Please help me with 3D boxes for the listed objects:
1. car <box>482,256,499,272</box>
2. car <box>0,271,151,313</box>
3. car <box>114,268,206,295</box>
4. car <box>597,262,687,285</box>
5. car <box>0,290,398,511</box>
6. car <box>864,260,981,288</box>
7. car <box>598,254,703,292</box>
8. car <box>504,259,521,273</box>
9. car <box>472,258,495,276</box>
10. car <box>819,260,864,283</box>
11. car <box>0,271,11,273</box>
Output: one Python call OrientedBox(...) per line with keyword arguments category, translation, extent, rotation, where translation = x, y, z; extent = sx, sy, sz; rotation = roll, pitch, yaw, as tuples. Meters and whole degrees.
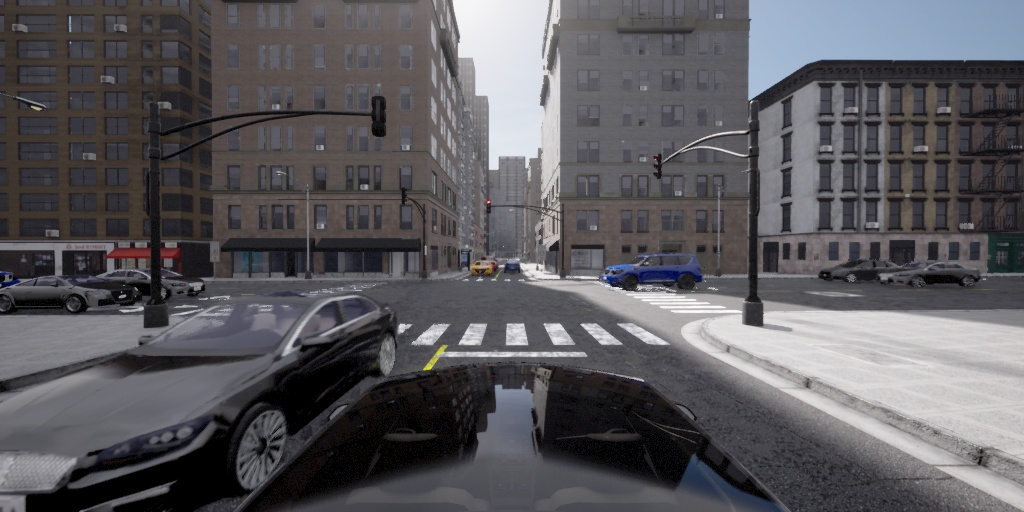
OrientedBox(category="car", translation=(-3.104, 0.984, 47.504), extent=(2.150, 2.045, 5.566), rotation=(0, 0, 0))
OrientedBox(category="car", translation=(-17.522, 1.441, 14.279), extent=(4.181, 1.385, 1.994), rotation=(0, 1, 0))
OrientedBox(category="car", translation=(-17.790, 1.335, 17.538), extent=(4.902, 1.511, 2.128), rotation=(0, 1, 1))
OrientedBox(category="car", translation=(8.721, 1.183, 24.383), extent=(5.357, 1.411, 2.033), rotation=(0, 1, 0))
OrientedBox(category="car", translation=(-2.995, 1.241, 4.574), extent=(2.128, 1.511, 4.902), rotation=(0, 0, 2))
OrientedBox(category="car", translation=(24.446, 1.059, 21.175), extent=(4.902, 1.511, 2.128), rotation=(0, 1, 0))
OrientedBox(category="car", translation=(8.067, 0.900, 20.763), extent=(5.566, 2.045, 2.150), rotation=(0, 0, -6))
OrientedBox(category="car", translation=(0.062, 1.238, 44.930), extent=(1.882, 1.535, 5.008), rotation=(0, 0, 0))
OrientedBox(category="car", translation=(-3.100, 1.234, 37.548), extent=(1.882, 1.535, 5.008), rotation=(0, 0, 0))
OrientedBox(category="car", translation=(23.738, 1.041, 24.424), extent=(4.892, 1.490, 1.837), rotation=(-1, 1, 0))
OrientedBox(category="car", translation=(-27.872, 1.111, 17.472), extent=(5.566, 2.045, 2.150), rotation=(0, 1, -1))
